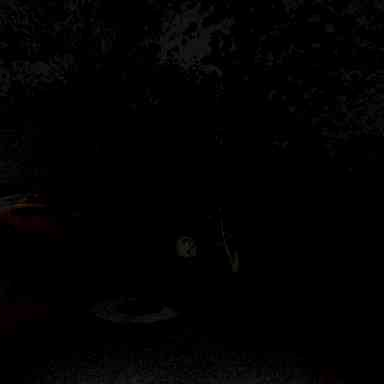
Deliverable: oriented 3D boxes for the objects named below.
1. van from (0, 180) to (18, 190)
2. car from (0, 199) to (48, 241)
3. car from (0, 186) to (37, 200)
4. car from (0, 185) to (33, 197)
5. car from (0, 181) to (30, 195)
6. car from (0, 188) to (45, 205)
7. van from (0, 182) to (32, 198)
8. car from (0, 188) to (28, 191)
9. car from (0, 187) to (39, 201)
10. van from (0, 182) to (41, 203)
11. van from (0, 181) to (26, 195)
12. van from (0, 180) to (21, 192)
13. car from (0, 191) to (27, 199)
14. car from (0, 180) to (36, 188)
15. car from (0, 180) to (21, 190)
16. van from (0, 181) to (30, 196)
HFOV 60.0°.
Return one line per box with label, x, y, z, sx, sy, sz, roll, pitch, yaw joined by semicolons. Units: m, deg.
van;-40.647;-1.542;72.587;4.442;1.987;1.878;1;1;-31
car;-7.012;1.265;15.316;5.008;1.535;2.097;1;2;-31
car;-20.976;0.099;39.060;4.792;1.488;2.163;1;2;-31
car;-23.807;-0.136;43.814;5.008;1.535;2.097;1;1;-31
car;-28.047;-0.682;50.944;5.566;2.045;2.435;1;1;-31
car;-16.810;0.445;31.885;4.792;1.488;2.163;1;2;-31
van;-22.483;-0.262;41.353;4.442;1.987;1.878;1;2;-31
car;-12.728;0.776;24.654;5.366;1.575;1.946;1;2;-31
car;-19.636;0.204;36.789;4.792;1.488;2.163;1;2;-31
van;-18.145;0.067;34.442;4.442;1.987;1.878;1;2;-31
van;-26.718;-0.560;48.516;4.442;1.987;1.878;1;1;-31
van;-35.021;-1.150;63.049;4.442;1.987;1.878;1;1;-31
car;-8.382;1.019;17.716;4.553;1.767;2.185;1;2;-31
car;-15.345;0.287;29.522;5.566;2.045;2.435;1;2;-31
car;-39.364;-1.472;70.128;5.566;2.045;2.435;1;1;-31
van;-25.110;-0.458;46.250;4.442;1.987;1.878;1;2;-31
